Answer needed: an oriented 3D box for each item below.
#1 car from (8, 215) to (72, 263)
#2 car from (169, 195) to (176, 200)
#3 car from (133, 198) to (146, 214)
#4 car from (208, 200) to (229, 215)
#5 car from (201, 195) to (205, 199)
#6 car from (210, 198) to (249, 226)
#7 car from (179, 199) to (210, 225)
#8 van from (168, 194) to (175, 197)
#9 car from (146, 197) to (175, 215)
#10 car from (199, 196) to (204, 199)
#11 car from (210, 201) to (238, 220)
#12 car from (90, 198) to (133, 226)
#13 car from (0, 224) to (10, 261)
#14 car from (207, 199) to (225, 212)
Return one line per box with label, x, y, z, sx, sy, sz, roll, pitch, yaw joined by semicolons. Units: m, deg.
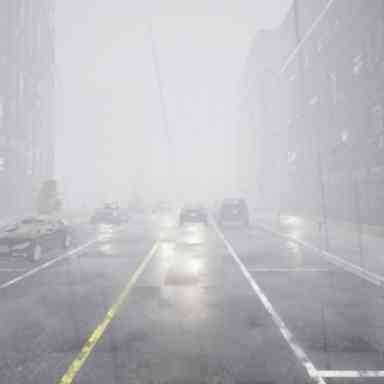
car;-5.672;1.546;11.834;2.008;1.369;4.403;1;0;0
car;-5.624;1.539;95.023;1.802;1.307;4.206;1;0;0
car;-5.658;1.425;34.459;1.967;1.590;4.097;1;0;0
car;2.688;1.567;34.417;1.802;1.307;4.206;1;0;0
car;2.753;1.484;89.497;1.752;1.417;4.829;1;0;0
car;2.684;1.305;23.103;2.192;1.841;5.009;1;0;0
car;0.112;1.494;23.772;2.163;1.488;4.792;0;0;0
van;-5.624;1.300;89.371;1.690;1.788;3.998;1;0;0
car;-3.068;1.532;34.267;2.033;1.411;5.357;0;0;0
car;0.123;1.529;40.607;2.033;1.411;5.357;0;0;0
car;2.684;1.553;28.760;1.947;1.339;4.313;1;0;0
car;-5.664;1.431;23.146;1.967;1.590;4.097;1;0;0
car;-5.676;1.549;6.177;2.008;1.369;4.403;1;0;0
car;2.861;1.564;40.073;1.802;1.307;4.206;1;0;0
